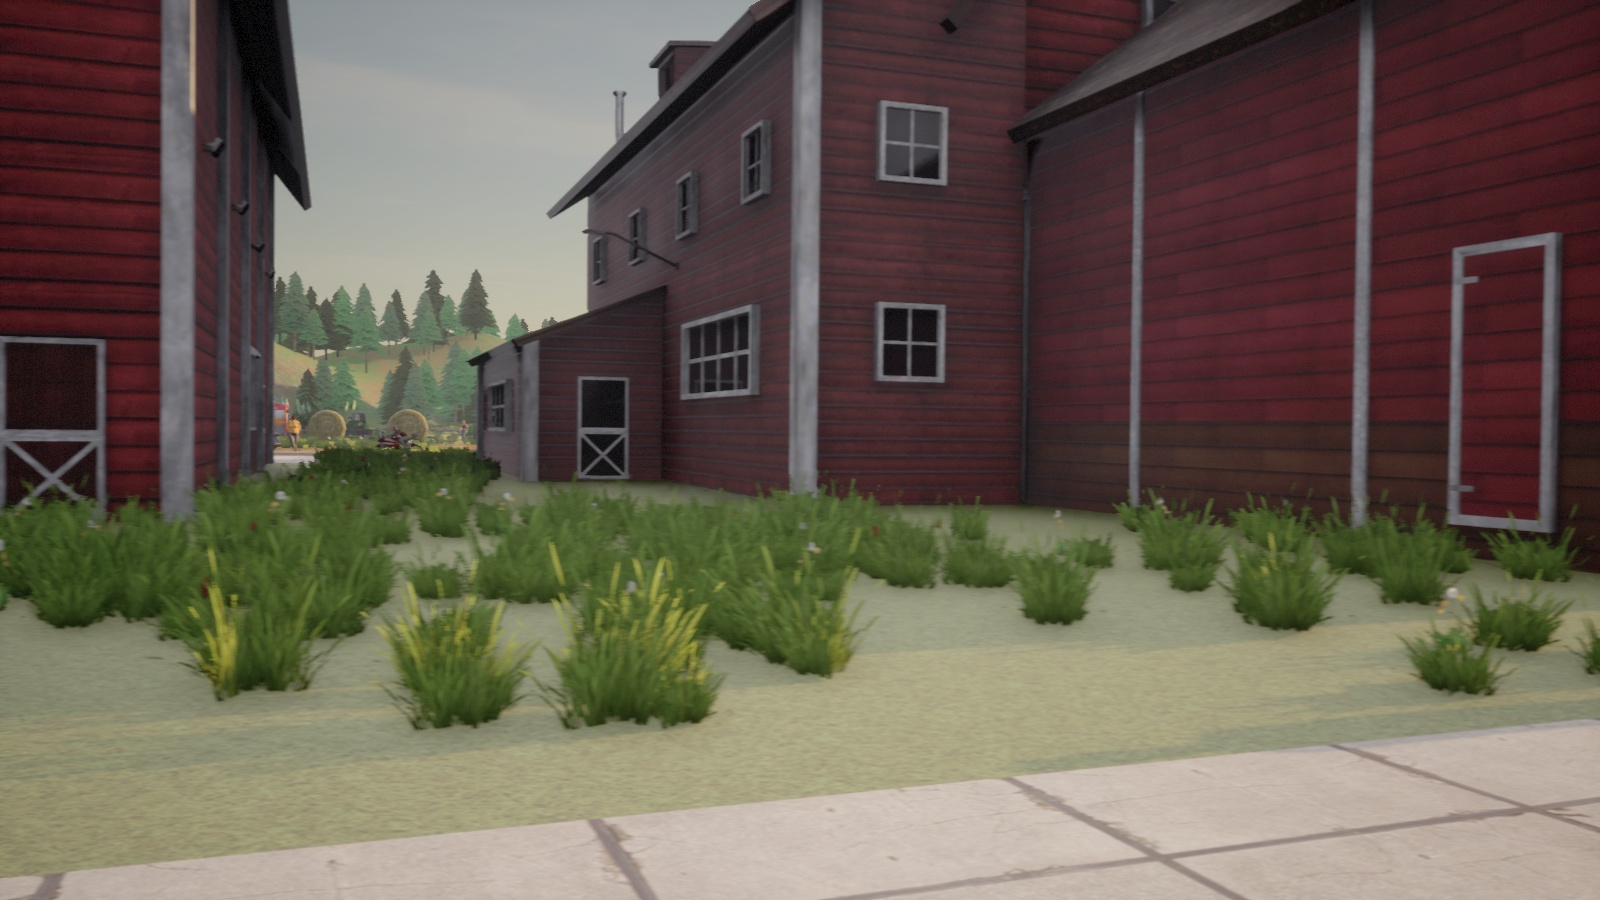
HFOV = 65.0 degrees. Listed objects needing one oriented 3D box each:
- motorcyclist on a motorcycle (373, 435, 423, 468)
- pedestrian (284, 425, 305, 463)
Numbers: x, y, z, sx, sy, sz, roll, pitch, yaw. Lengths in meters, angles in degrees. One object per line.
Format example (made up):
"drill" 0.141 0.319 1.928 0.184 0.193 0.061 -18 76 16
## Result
"motorcyclist on a motorcycle" -19.073 0.044 59.531 2.191 1.530 0.866 -1 1 -21
"pedestrian" -25.079 -0.310 62.360 0.874 1.855 0.900 -1 1 -18
